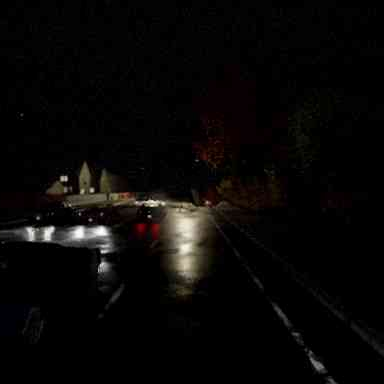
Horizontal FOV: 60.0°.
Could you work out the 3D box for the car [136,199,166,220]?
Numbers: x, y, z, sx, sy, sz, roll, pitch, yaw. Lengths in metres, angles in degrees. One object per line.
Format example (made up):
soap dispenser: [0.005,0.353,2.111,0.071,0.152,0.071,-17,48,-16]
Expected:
car: [-3.150,1.504,26.896,1.895,1.301,4.718,0,0,0]

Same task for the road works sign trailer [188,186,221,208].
road works sign trailer: [1.036,0.797,39.353,2.880,2.380,3.560,-31,-23,34]

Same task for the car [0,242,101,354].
car: [-3.149,1.581,6.102,1.895,1.301,4.718,0,0,0]

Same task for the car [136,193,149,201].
car: [-9.760,1.089,65.599,2.097,1.767,4.553,0,0,0]

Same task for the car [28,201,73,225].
car: [-9.849,1.407,23.749,2.128,1.511,4.902,0,0,0]

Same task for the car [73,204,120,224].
car: [-6.599,1.516,23.840,1.895,1.301,4.718,0,0,0]

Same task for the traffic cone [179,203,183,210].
traffic cone: [-1.381,1.811,38.484,0.340,0.580,0.340,0,0,0]

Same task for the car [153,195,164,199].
car: [-6.516,1.336,65.223,1.895,1.301,4.718,0,0,0]
